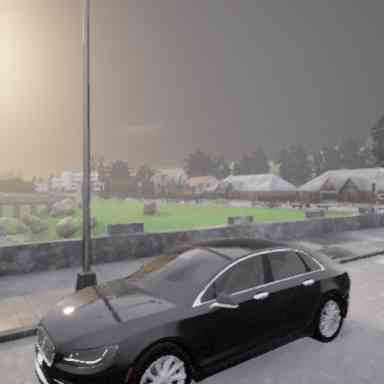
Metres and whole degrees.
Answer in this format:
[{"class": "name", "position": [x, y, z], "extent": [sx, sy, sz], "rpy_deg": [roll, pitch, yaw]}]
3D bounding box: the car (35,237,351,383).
[{"class": "car", "position": [0.401, 1.495, 4.872], "extent": [4.892, 1.490, 1.837], "rpy_deg": [0, 0, -35]}]
